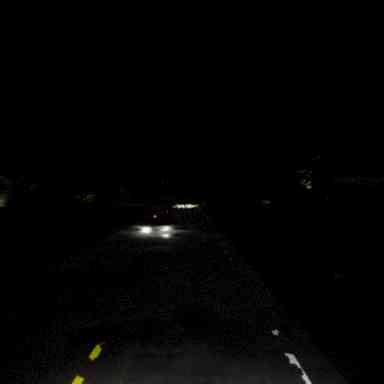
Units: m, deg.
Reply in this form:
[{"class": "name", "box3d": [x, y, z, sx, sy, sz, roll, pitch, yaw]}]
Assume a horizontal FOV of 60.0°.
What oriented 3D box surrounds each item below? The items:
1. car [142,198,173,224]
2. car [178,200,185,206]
[{"class": "car", "box3d": [-2.805, 1.563, 28.259, 2.150, 2.045, 5.566, 0, -1, 0]}, {"class": "car", "box3d": [-2.765, 2.910, 88.676, 2.128, 1.511, 4.902, 0, -1, 0]}]
